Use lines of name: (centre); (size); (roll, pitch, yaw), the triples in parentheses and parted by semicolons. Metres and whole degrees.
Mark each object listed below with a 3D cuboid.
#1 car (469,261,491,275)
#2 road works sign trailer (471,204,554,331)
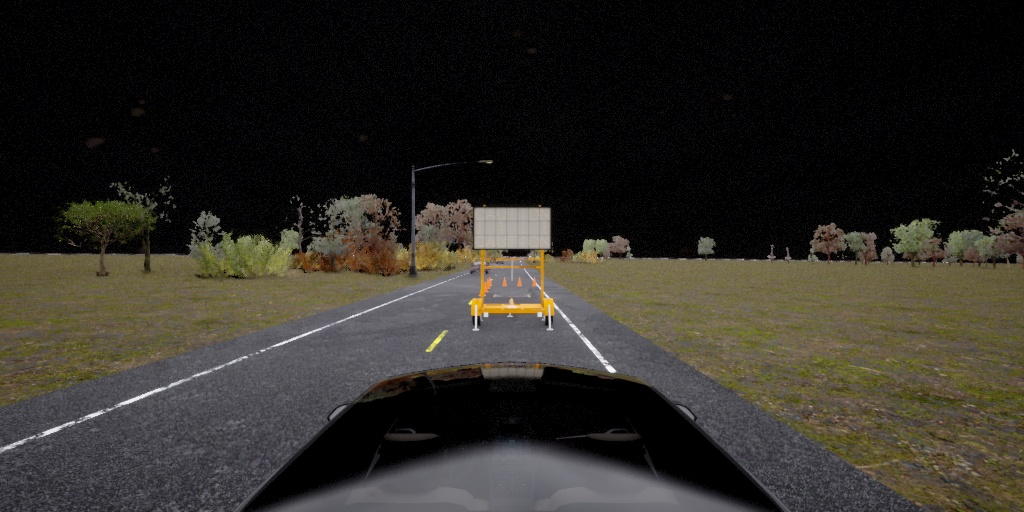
car: (-3.530, 1.297, 39.592); (1.812, 1.442, 4.674); (0, 0, 0)
road works sign trailer: (0.007, 0.218, 11.055); (2.380, 3.560, 2.880); (0, 0, -1)
